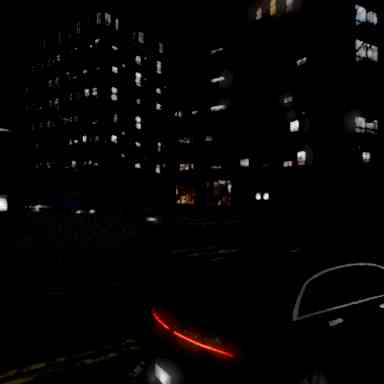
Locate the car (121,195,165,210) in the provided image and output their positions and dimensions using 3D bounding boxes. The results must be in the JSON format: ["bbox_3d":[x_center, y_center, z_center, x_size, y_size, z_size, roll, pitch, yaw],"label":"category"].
[{"bbox_3d":[-5.303,1.116,35.817,4.403,1.369,2.008,2,-1,36],"label":"car"}]

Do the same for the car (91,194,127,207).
[{"bbox_3d":[-9.769,1.021,39.070,4.206,1.307,1.802,2,-1,36],"label":"car"}]

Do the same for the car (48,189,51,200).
[{"bbox_3d":[-11.930,0.784,33.469,4.553,1.767,2.097,2,1,36],"label":"car"}]

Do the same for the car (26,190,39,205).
[{"bbox_3d":[-20.057,0.555,39.399,4.553,1.767,2.097,2,1,36],"label":"car"}]

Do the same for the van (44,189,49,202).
[{"bbox_3d":[-18.694,0.529,45.579,3.998,1.788,1.690,2,-1,36],"label":"van"}]

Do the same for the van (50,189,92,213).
[{"bbox_3d":[-10.256,0.844,29.065,3.998,1.788,1.690,2,-1,36],"label":"van"}]

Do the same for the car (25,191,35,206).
[{"bbox_3d":[-19.196,0.817,35.570,4.313,1.339,1.947,2,-1,36],"label":"car"}]

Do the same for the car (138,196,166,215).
[{"bbox_3d":[-4.372,1.123,27.958,5.008,1.535,1.882,2,1,36],"label":"car"}]

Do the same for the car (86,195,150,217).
[{"bbox_3d":[-5.798,1.180,25.810,4.403,1.369,2.008,2,-1,36],"label":"car"}]

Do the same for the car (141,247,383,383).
[{"bbox_3d":[1.716,1.531,4.567,4.892,1.490,1.837,1,0,-35],"label":"car"}]
